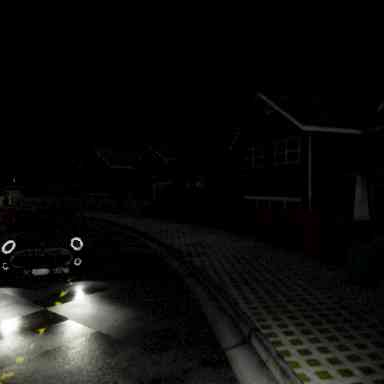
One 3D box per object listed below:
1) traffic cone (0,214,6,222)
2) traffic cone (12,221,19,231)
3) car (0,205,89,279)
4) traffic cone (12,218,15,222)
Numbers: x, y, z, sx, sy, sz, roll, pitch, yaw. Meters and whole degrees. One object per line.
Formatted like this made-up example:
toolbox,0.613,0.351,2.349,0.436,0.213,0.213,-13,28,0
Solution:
traffic cone,-13.969,1.886,24.543,0.340,0.580,0.340,0,0,-40
traffic cone,-8.763,1.915,16.706,0.340,0.580,0.340,0,0,-27
car,-4.301,1.334,10.179,2.097,1.767,4.553,0,0,-18
traffic cone,-11.140,1.900,20.775,0.340,0.580,0.340,0,0,-34
